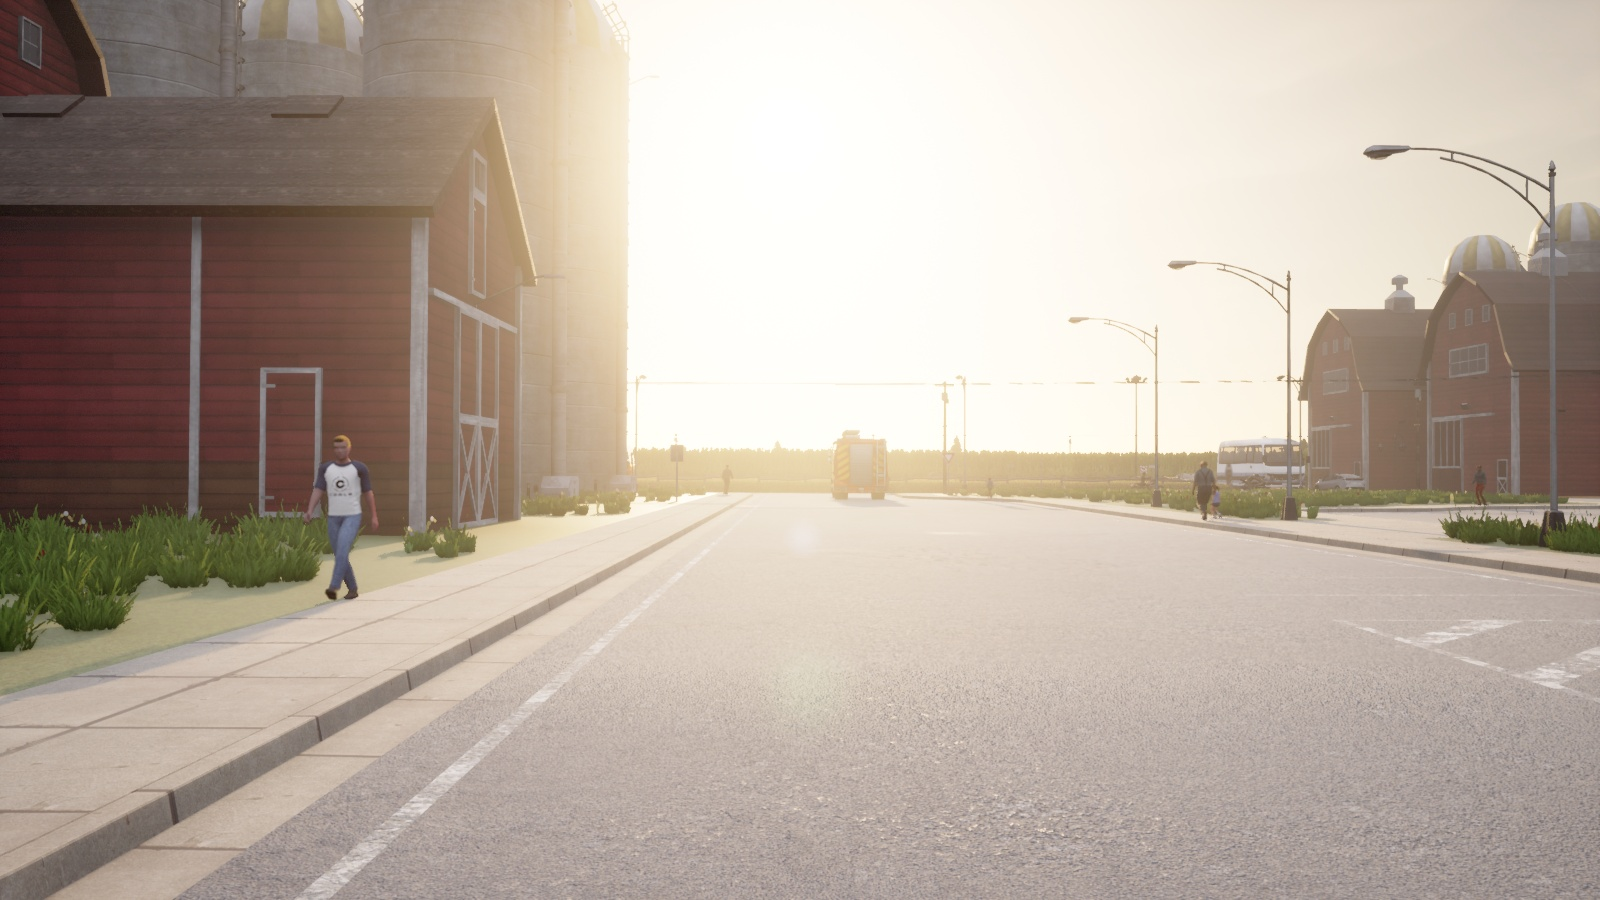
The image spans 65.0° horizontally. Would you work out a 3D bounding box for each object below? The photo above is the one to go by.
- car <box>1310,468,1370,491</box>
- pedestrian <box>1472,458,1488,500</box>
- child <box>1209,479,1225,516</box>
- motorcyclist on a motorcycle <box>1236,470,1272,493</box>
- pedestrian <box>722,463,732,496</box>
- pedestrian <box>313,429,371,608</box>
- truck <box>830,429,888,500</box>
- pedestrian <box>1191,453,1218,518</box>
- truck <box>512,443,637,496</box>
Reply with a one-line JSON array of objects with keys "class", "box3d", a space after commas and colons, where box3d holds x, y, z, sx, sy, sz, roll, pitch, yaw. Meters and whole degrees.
[{"class": "car", "box3d": [37.999, 2.082, 88.439, 2.007, 1.525, 4.514, 0, -1, -4]}, {"class": "pedestrian", "box3d": [29.742, 1.271, 54.925, 0.614, 1.847, 0.353, 0, -1, -29]}, {"class": "child", "box3d": [12.662, 1.438, 38.126, 0.255, 1.110, 0.394, 0, -1, -34]}, {"class": "motorcyclist on a motorcycle", "box3d": [30.621, 2.136, 84.730, 2.191, 1.530, 0.866, 0, -1, -13]}, {"class": "pedestrian", "box3d": [-4.289, 1.725, 73.897, 0.423, 1.949, 0.788, 0, -1, 6]}, {"class": "pedestrian", "box3d": [-4.823, 0.711, 13.258, 0.354, 1.836, 0.706, 0, -1, -1]}, {"class": "truck", "box3d": [3.311, 0.847, 72.259, 2.891, 3.827, 8.468, 0, -1, 0]}, {"class": "pedestrian", "box3d": [11.662, 1.029, 36.182, 0.540, 1.848, 0.694, 0, -1, 1]}, {"class": "truck", "box3d": [-15.133, 1.311, 84.626, 7.936, 3.462, 2.891, 0, -1, 1]}]
